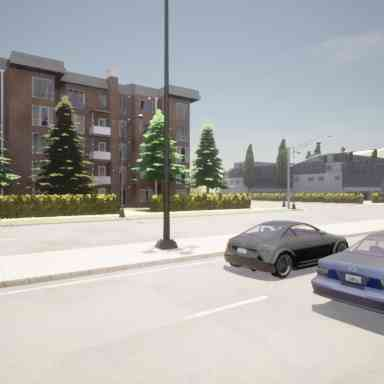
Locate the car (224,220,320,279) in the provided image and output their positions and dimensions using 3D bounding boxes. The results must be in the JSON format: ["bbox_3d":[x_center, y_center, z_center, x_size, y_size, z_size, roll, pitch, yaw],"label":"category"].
[{"bbox_3d":[2.993,1.564,10.181,4.181,1.385,1.994,0,0,-35],"label":"car"}]

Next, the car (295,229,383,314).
[{"bbox_3d":[4.845,1.547,7.205,5.357,1.411,2.033,0,0,-35],"label":"car"}]
